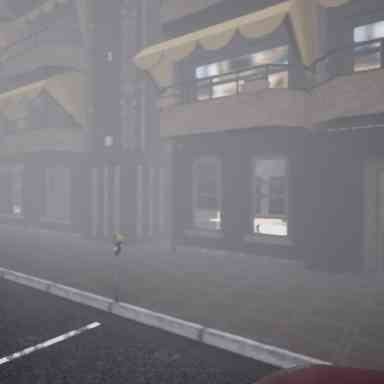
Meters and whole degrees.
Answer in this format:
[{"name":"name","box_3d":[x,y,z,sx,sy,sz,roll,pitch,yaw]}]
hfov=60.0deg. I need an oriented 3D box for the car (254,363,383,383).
[{"name":"car","box_3d":[2.101,1.591,1.376,4.206,1.307,1.802,1,0,35]}]
